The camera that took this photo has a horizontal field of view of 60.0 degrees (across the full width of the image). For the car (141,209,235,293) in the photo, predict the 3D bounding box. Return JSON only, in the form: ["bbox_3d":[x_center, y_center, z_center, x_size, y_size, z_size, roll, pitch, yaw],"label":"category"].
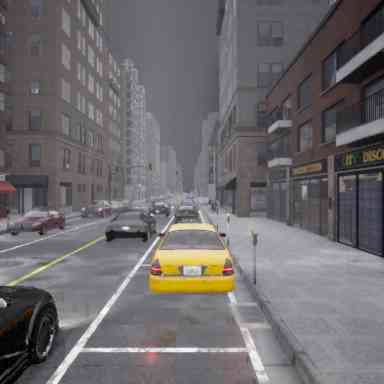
[{"bbox_3d":[0.005,1.457,8.840,1.801,1.575,5.366,0,0,0],"label":"car"}]

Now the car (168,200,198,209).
[{"bbox_3d":[-0.383,1.551,24.063,2.008,1.369,4.403,0,0,0],"label":"car"}]

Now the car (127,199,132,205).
[{"bbox_3d":[-8.408,1.551,40.611,2.008,1.369,4.403,0,0,0],"label":"car"}]

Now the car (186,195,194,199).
[{"bbox_3d":[-0.383,1.440,35.101,1.967,1.590,4.097,0,0,0],"label":"car"}]

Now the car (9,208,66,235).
[{"bbox_3d":[-8.408,1.582,18.538,1.802,1.307,4.206,0,0,0],"label":"car"}]

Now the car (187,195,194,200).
[{"bbox_3d":[-0.383,1.575,90.427,1.802,1.307,4.206,0,0,0],"label":"car"}]

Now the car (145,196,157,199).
[{"bbox_3d":[-8.408,1.549,67.693,2.008,1.369,4.403,0,0,0],"label":"car"}]

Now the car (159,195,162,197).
[{"bbox_3d":[-8.408,1.542,73.374,1.887,1.381,4.507,0,0,0],"label":"car"}]

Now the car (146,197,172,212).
[{"bbox_3d":[-3.022,1.525,31.405,1.812,1.442,4.674,0,0,0],"label":"car"}]

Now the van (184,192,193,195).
[{"bbox_3d":[-0.383,1.339,67.702,1.690,1.788,3.998,0,0,0],"label":"van"}]

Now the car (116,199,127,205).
[{"bbox_3d":[-8.408,1.525,34.923,1.752,1.417,4.829,0,0,0],"label":"car"}]

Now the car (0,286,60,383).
[{"bbox_3d":[-2.921,1.564,3.178,1.994,1.385,4.181,0,0,0],"label":"car"}]

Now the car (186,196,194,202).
[{"bbox_3d":[-0.383,1.579,79.064,1.802,1.307,4.206,0,0,0],"label":"car"}]

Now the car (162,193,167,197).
[{"bbox_3d":[-8.408,1.518,90.251,1.752,1.417,4.829,0,0,0],"label":"car"}]

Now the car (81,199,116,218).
[{"bbox_3d":[-8.408,1.440,29.575,1.967,1.590,4.097,0,0,0],"label":"car"}]

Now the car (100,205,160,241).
[{"bbox_3d":[-2.920,1.564,16.641,1.994,1.385,4.181,0,0,0],"label":"car"}]
